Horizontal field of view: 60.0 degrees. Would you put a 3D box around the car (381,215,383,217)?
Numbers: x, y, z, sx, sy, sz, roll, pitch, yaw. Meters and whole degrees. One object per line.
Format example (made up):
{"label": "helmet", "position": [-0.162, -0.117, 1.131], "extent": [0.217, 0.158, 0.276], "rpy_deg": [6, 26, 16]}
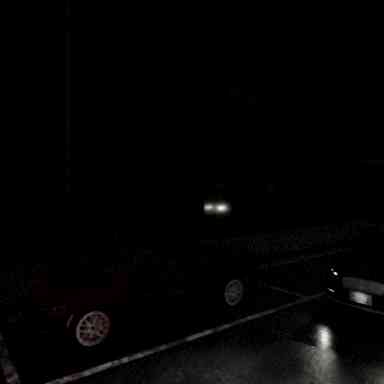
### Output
{"label": "car", "position": [8.116, 1.432, 12.749], "extent": [4.507, 1.381, 1.887], "rpy_deg": [-1, 1, -36]}

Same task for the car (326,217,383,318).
{"label": "car", "position": [4.704, 1.427, 6.840], "extent": [4.902, 1.511, 2.128], "rpy_deg": [-1, 0, -36]}

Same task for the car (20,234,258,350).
{"label": "car", "position": [-0.724, 1.547, 6.265], "extent": [4.507, 1.381, 1.887], "rpy_deg": [-1, 1, -36]}
